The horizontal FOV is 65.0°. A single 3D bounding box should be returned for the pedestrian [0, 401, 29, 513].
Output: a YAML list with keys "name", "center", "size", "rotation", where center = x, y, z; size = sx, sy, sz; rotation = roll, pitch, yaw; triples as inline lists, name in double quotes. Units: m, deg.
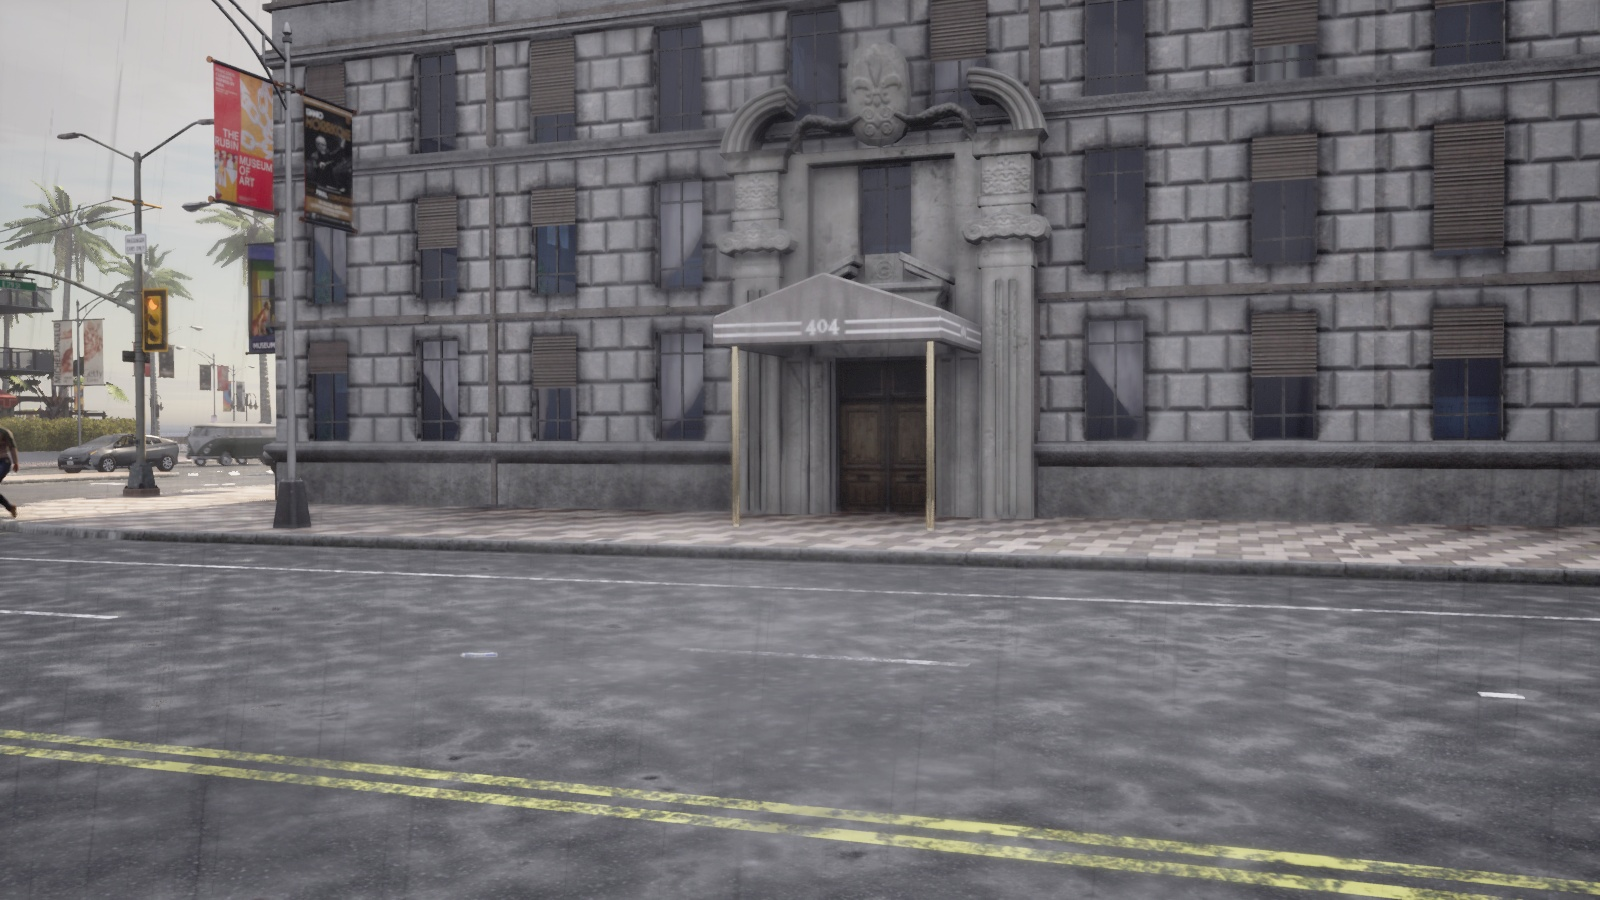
- name: "pedestrian"
  center: [-13.085, 0.112, 20.469]
  size: [0.328, 1.805, 0.869]
  rotation: [1, 1, 19]

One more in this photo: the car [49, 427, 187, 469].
- name: "car"
  center: [-26.233, -0.102, 48.491]
  size: [2.007, 1.525, 4.514]
  rotation: [1, 1, 19]

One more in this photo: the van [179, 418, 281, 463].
- name: "van"
  center: [-26.517, -0.459, 58.598]
  size: [1.775, 1.987, 4.442]
  rotation: [1, 1, 19]
